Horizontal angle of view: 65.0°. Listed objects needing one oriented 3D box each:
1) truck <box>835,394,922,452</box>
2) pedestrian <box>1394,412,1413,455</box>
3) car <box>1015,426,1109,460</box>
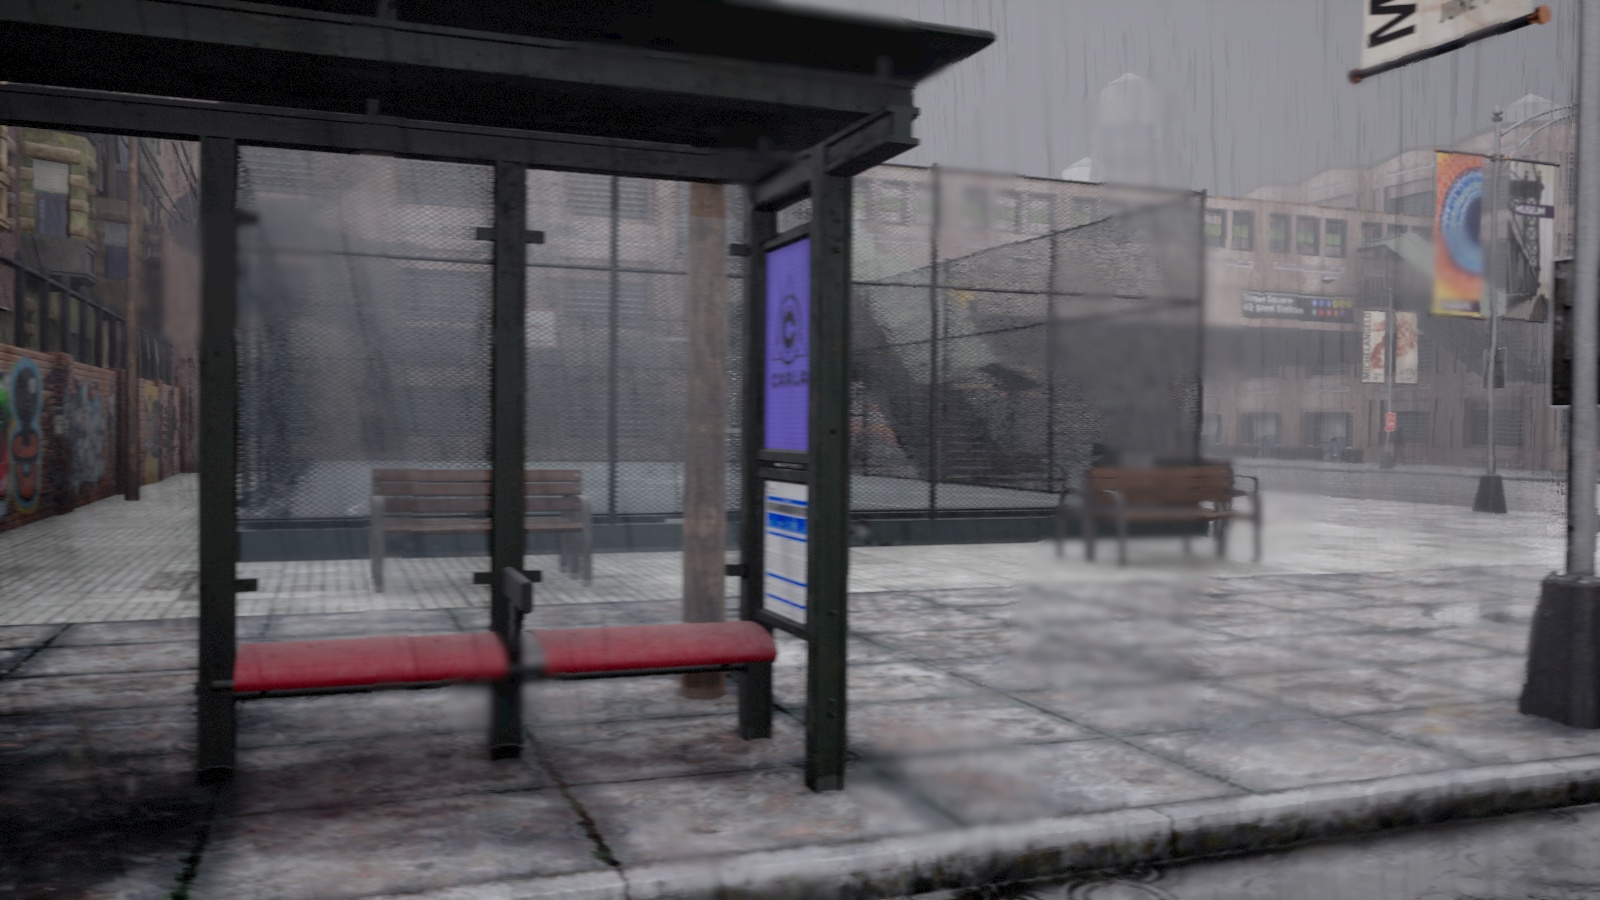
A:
[{"bbox_3d":[5.401,-1.861,88.212,2.891,3.827,8.468,-1,1,-20],"label":"truck"},{"bbox_3d":[26.494,-0.730,55.167,0.431,1.840,0.703,-1,1,-9],"label":"pedestrian"},{"bbox_3d":[12.314,-0.345,59.350,2.128,1.511,4.902,-1,1,-20],"label":"car"}]
